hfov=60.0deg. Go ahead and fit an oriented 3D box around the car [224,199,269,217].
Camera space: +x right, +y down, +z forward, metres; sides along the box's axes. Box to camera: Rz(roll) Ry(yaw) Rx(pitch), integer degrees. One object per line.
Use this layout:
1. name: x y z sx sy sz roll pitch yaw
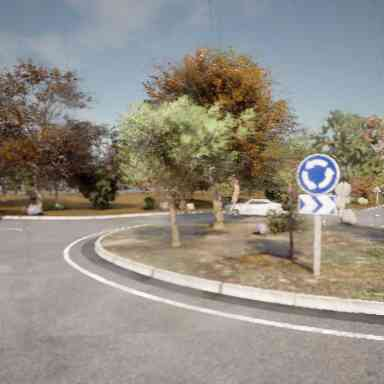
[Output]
1. car: 5.039 1.290 27.575 4.674 1.442 1.812 0 1 0
